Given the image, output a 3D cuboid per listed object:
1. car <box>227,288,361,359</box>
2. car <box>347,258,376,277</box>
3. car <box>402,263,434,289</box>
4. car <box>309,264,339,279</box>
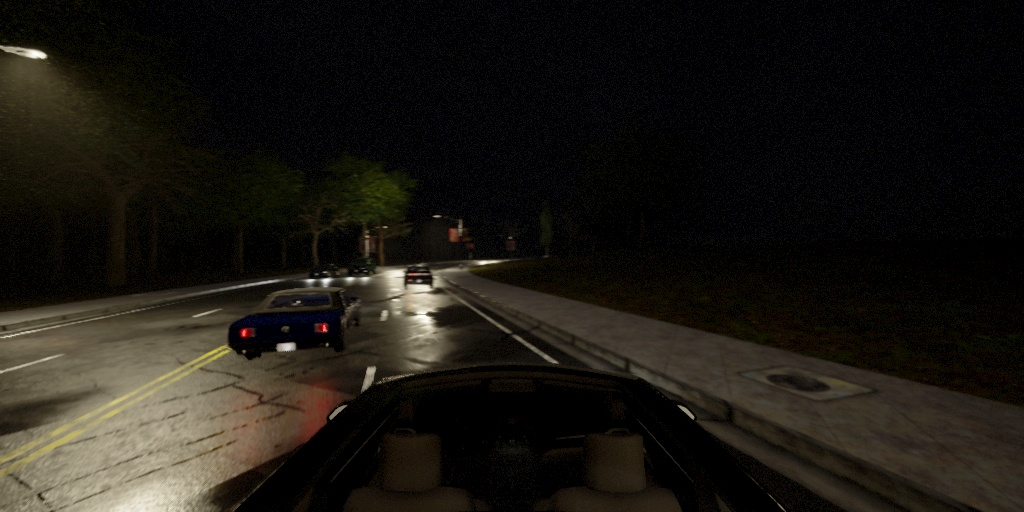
[{"bbox_3d":[-4.894,1.430,8.837,1.895,1.301,4.718,-1,0,-18],"label":"car"},{"bbox_3d":[-17.340,1.267,41.606,2.150,2.045,5.566,-1,0,-9],"label":"car"},{"bbox_3d":[-6.443,1.367,24.574,2.128,1.511,4.902,-1,0,-17],"label":"car"},{"bbox_3d":[-20.057,1.595,38.383,1.837,1.490,4.892,-1,0,-10],"label":"car"}]
